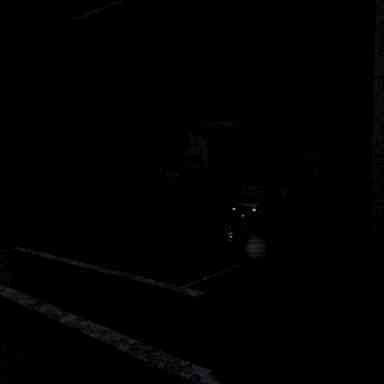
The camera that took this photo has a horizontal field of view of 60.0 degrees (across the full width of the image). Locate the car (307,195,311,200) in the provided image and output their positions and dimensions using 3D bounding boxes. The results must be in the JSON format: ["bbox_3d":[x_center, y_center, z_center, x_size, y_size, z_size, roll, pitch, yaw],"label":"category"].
[{"bbox_3d":[23.879,0.926,72.600,3.806,1.475,1.970,1,1,35],"label":"car"}]

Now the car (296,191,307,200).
[{"bbox_3d":[21.477,0.630,70.222,3.866,1.878,1.905,1,1,35],"label":"car"}]

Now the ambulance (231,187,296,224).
[{"bbox_3d":[5.147,0.850,24.201,2.351,2.431,6.366,1,1,35],"label":"ambulance"}]
